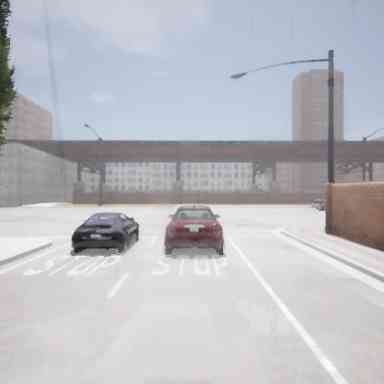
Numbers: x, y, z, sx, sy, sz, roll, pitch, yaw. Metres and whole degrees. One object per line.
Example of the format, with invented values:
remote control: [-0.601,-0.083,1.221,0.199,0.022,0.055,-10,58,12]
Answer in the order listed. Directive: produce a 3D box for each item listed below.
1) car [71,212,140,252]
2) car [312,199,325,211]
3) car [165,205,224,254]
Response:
car: [-3.413,1.532,13.804,1.994,1.385,4.181,0,0,0]
car: [16.401,1.137,37.026,5.566,2.045,2.150,0,0,1]
car: [0.086,1.320,13.541,2.097,1.767,4.553,0,0,0]
